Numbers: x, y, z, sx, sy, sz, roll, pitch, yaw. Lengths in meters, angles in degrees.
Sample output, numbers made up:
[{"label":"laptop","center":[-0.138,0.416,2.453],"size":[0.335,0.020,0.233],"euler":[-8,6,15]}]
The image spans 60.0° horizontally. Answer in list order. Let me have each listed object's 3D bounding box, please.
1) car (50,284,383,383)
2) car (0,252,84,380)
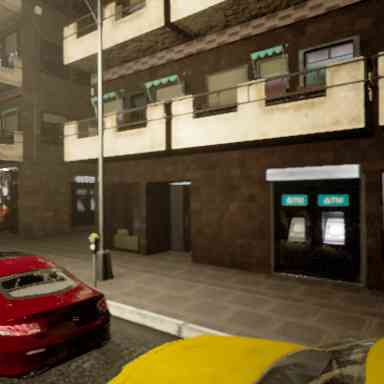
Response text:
[{"label":"car","center":[1.391,1.525,1.895],"size":[4.829,1.417,1.752],"euler":[0,-1,36]},{"label":"car","center":[-3.007,1.580,5.032],"size":[4.206,1.307,1.802],"euler":[0,-1,36]}]
